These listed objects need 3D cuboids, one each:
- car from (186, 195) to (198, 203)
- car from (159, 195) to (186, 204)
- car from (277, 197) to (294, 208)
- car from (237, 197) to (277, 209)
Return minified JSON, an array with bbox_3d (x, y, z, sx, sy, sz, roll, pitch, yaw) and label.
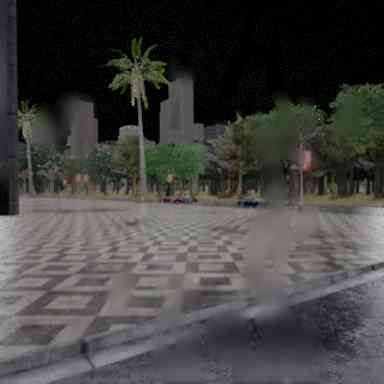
[{"bbox_3d":[-1.184,1.266,59.460,2.033,1.411,5.357,-1,1,-38],"label":"car"},{"bbox_3d":[-3.718,1.382,57.426,1.895,1.301,4.718,-1,1,-38],"label":"car"},{"bbox_3d":[11.042,1.306,42.856,1.994,1.385,4.181,-1,1,-35],"label":"car"},{"bbox_3d":[7.861,1.381,41.735,1.895,1.301,4.718,-1,1,-35],"label":"car"}]
